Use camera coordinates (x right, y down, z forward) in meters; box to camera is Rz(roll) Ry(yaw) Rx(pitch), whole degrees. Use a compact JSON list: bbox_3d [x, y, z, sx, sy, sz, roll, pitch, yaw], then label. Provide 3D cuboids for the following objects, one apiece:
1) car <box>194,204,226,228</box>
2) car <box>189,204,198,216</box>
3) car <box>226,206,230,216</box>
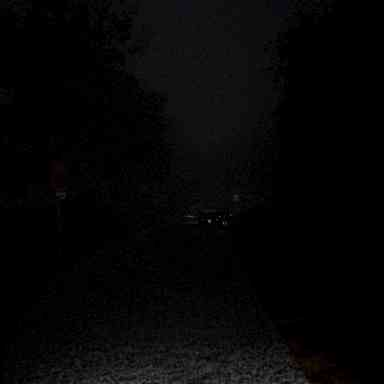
[{"bbox_3d":[1.447,1.878,25.278,1.812,1.442,4.674,0,-1,6],"label":"car"},{"bbox_3d":[0.840,2.280,42.770,1.812,1.442,4.674,0,-2,10],"label":"car"},{"bbox_3d":[3.712,2.329,42.052,1.994,1.385,4.181,0,-2,9],"label":"car"}]
